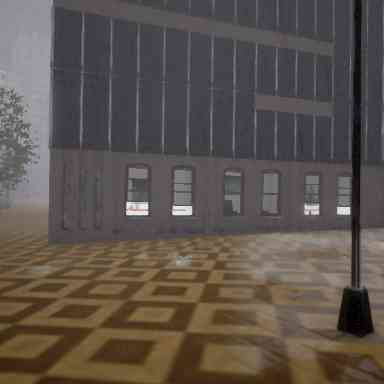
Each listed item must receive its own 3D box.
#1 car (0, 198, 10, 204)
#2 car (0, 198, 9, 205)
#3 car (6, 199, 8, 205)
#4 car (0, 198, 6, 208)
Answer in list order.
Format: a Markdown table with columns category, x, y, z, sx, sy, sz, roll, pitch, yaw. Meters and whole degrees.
| category | x | y | z | sx | sy | sz | roll | pitch | yaw |
| --- | --- | --- | --- | --- | --- | --- | --- | --- | --- |
| car | -45.813 | 2.250 | 81.355 | 1.947 | 1.339 | 4.313 | 1 | -1 | -30 |
| car | -43.285 | 2.194 | 76.473 | 1.887 | 1.381 | 4.507 | 1 | -1 | -28 |
| car | -35.802 | 2.131 | 61.676 | 1.802 | 1.307 | 4.206 | 1 | -1 | -26 |
| car | -33.490 | 2.060 | 56.665 | 1.887 | 1.381 | 4.507 | 1 | -1 | -24 |
